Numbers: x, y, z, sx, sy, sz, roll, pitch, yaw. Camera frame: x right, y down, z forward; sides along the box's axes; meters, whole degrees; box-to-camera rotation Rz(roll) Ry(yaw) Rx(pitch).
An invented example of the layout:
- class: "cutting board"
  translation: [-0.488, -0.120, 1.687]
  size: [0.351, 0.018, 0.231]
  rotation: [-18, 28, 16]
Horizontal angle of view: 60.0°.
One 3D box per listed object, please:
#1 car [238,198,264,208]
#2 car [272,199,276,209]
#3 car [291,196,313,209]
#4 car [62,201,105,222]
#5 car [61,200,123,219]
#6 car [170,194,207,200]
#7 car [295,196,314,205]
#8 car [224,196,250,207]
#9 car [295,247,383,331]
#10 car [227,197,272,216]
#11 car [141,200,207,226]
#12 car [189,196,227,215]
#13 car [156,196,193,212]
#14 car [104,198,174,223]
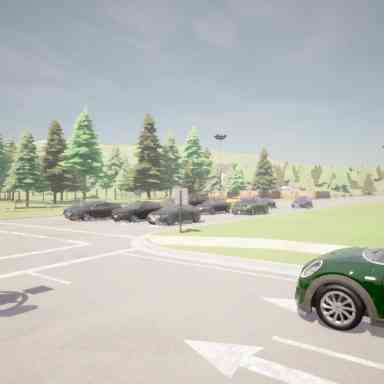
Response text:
- class: "car"
  translation: [8.670, 1.565, 48.663]
  size: [1.994, 1.385, 4.181]
  rotation: [0, 0, 36]
- class: "car"
  translation: [9.674, 1.526, 44.131]
  size: [1.812, 1.442, 4.674]
  rotation: [0, 0, 37]
- class: "car"
  translation: [15.181, 1.525, 45.699]
  size: [1.812, 1.442, 4.674]
  rotation: [0, 0, 36]
- class: "car"
  translation: [-7.656, 1.504, 26.487]
  size: [1.837, 1.490, 4.892]
  rotation: [0, 0, 37]
- class: "car"
  translation: [-9.029, 1.547, 30.494]
  size: [2.033, 1.411, 5.357]
  rotation: [0, 0, 36]
- class: "car"
  translation: [-0.180, 1.218, 36.627]
  size: [2.150, 2.045, 5.566]
  rotation: [0, 0, 36]
- class: "car"
  translation: [19.519, 1.443, 57.380]
  size: [1.812, 1.442, 4.674]
  rotation: [0, 0, 36]
- class: "car"
  translation: [7.136, 1.478, 52.479]
  size: [1.882, 1.535, 5.008]
  rotation: [0, 0, 37]
- class: "car"
  translation: [4.081, 1.352, 5.378]
  size: [4.553, 1.767, 2.097]
  rotation: [0, 0, 36]
- class: "car"
  translation: [5.736, 1.352, 32.861]
  size: [2.097, 1.767, 4.553]
  rotation: [0, 0, 36]
- class: "car"
  translation: [-1.141, 1.526, 23.476]
  size: [1.812, 1.442, 4.674]
  rotation: [0, 0, 36]
- class: "car"
  translation: [2.295, 1.491, 34.087]
  size: [2.128, 1.511, 4.902]
  rotation: [0, 0, 36]
- class: "car"
  translation: [-2.045, 1.352, 40.004]
  size: [2.097, 1.767, 4.553]
  rotation: [0, 0, 36]
- class: "car"
  translation: [-3.941, 1.478, 25.596]
  size: [1.882, 1.535, 5.008]
  rotation: [0, 0, 36]
